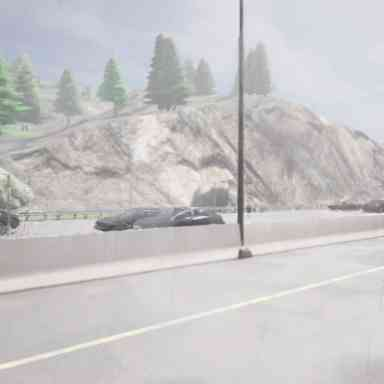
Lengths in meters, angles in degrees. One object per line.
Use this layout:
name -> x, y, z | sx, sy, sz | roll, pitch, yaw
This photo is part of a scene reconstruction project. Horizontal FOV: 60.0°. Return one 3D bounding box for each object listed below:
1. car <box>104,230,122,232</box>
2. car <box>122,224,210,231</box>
car -> -2.761, 1.605, 19.215 | 5.357, 1.411, 2.033 | 0, 0, -35
car -> -0.589, 1.550, 16.462 | 4.902, 1.511, 2.128 | 0, 0, -35
